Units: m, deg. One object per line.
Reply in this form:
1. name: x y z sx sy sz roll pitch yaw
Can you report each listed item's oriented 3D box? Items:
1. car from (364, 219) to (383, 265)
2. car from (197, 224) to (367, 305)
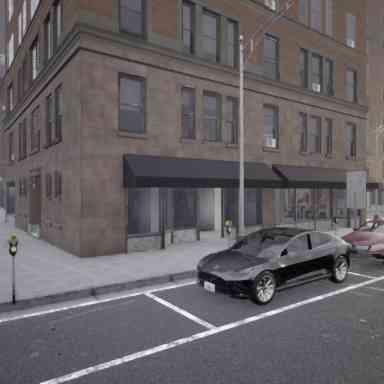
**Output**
1. car: 6.587 1.583 11.303 4.206 1.307 1.802 0 0 -36
2. car: 2.125 1.566 8.085 4.313 1.339 1.947 0 0 -36
